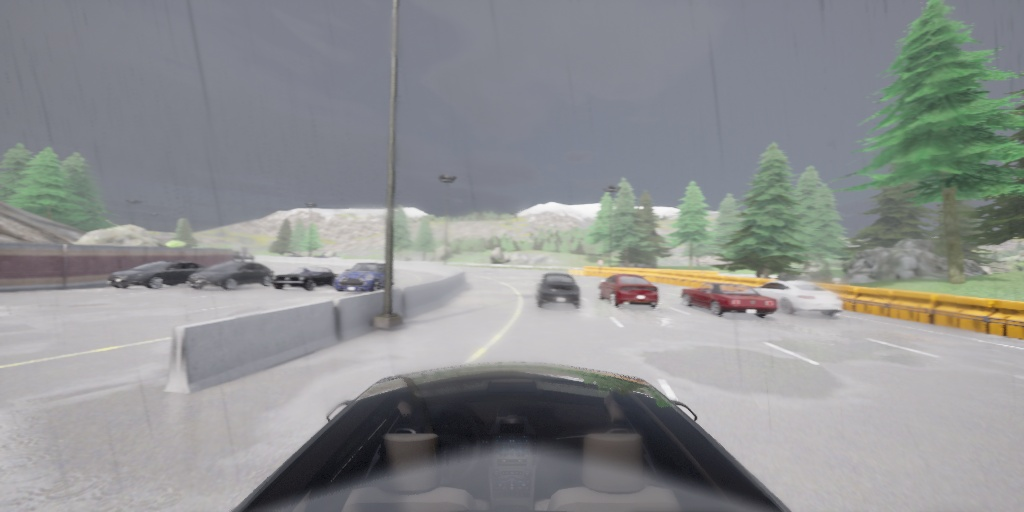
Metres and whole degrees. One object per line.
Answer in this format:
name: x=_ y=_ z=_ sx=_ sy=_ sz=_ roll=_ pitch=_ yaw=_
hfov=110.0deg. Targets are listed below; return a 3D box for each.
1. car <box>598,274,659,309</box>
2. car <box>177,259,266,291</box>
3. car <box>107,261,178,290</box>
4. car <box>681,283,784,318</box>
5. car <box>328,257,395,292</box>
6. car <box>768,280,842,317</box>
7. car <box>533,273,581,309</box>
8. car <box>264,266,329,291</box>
car: x=5.615 y=1.628 z=17.870 sx=1.882 sy=1.535 sz=5.008 roll=2 pitch=0 yaw=2
car: x=-15.440 y=1.083 z=20.074 sx=1.837 sy=1.490 sz=4.892 roll=1 pitch=-2 yaw=-1
car: x=-18.936 y=1.010 z=19.632 sx=1.837 sy=1.490 sz=4.892 roll=1 pitch=-2 yaw=-1
car: x=9.142 y=1.818 z=15.648 sx=1.895 sy=1.301 sz=4.718 roll=1 pitch=-1 yaw=4
car: x=-8.474 y=1.148 z=21.027 sx=2.097 sy=1.767 sz=4.553 roll=2 pitch=-1 yaw=-2
car: x=12.679 y=1.842 z=16.557 sx=1.812 sy=1.442 sz=4.674 roll=1 pitch=0 yaw=3
car: x=2.101 y=1.555 z=17.088 sx=1.837 sy=1.490 sz=4.892 roll=2 pitch=0 yaw=2
car: x=-11.950 y=1.295 z=21.145 sx=1.895 sy=1.301 sz=4.718 roll=2 pitch=-1 yaw=-2
